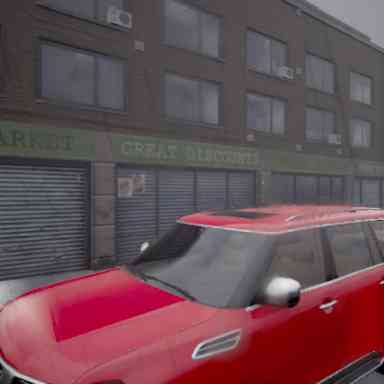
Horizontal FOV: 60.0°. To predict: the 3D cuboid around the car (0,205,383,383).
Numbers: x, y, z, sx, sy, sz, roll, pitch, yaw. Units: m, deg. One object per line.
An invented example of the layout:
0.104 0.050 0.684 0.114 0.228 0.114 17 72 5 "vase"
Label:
0.710 1.221 3.907 5.566 2.045 2.150 0 0 -36 "car"
